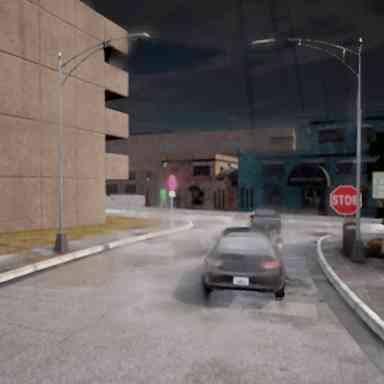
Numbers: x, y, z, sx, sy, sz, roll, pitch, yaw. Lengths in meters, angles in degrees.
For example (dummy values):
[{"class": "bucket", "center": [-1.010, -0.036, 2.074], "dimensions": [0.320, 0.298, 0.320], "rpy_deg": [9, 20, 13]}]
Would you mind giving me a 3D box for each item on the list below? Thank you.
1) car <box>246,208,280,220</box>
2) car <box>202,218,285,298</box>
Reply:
[{"class": "car", "center": [4.717, 1.833, 22.156], "dimensions": [2.128, 1.511, 4.902], "rpy_deg": [1, 0, 6]}, {"class": "car", "center": [1.438, 1.653, 8.879], "dimensions": [1.812, 1.442, 4.674], "rpy_deg": [0, -1, 11]}]
